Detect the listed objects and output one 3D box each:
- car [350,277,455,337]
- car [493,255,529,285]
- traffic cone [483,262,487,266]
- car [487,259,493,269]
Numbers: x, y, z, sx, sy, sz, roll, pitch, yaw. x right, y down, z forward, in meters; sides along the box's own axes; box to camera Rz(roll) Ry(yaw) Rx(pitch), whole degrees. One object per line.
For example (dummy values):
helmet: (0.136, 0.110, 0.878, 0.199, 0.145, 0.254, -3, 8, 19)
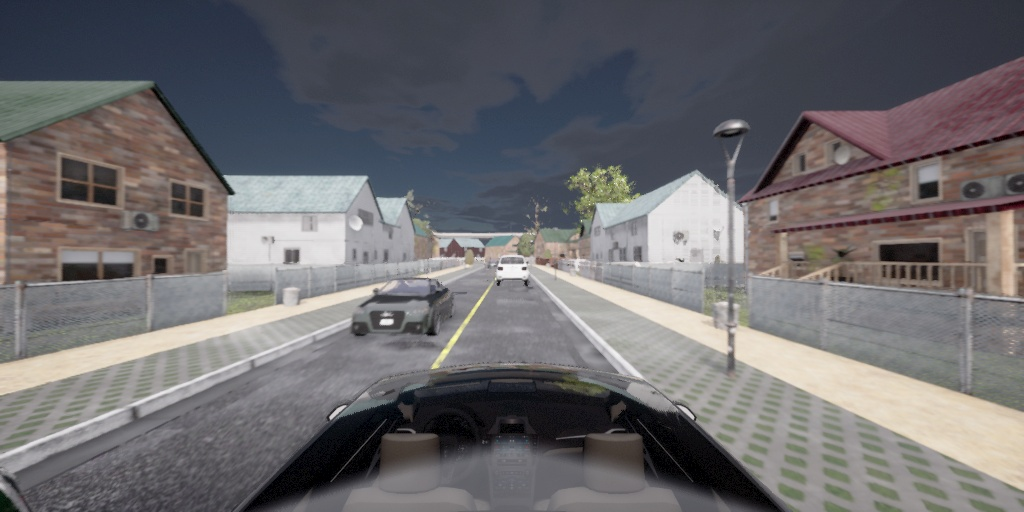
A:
car: (-2.851, 1.310, 10.170, 1.994, 1.385, 4.181, 0, 0, 0)
car: (0.042, 0.955, 25.869, 2.150, 2.045, 5.566, 0, 0, 0)
traffic cone: (-4.066, 1.341, 57.488, 0.340, 0.580, 0.340, 0, 0, 25)
car: (-2.896, 1.185, 56.309, 2.128, 1.511, 4.902, 0, 0, 0)
